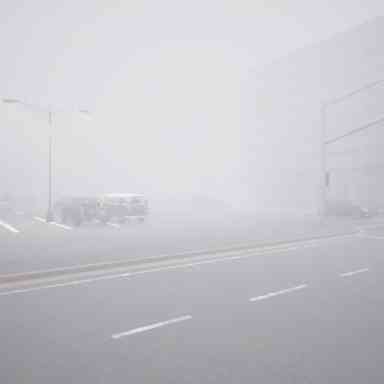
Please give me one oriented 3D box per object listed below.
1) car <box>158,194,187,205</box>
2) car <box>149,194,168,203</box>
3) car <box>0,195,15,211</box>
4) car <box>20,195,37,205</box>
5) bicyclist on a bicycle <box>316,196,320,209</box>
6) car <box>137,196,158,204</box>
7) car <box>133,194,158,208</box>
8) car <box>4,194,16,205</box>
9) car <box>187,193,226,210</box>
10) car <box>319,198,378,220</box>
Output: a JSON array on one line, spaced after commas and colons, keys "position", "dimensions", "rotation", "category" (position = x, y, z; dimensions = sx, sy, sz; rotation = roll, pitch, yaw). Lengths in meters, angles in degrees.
[{"position": [-3.540, 1.533, 58.443], "dimensions": [1.882, 1.535, 5.008], "rotation": [0, 0, -36], "category": "car"}, {"position": [-7.019, 1.407, 69.358], "dimensions": [2.097, 1.767, 4.553], "rotation": [0, 0, -35], "category": "car"}, {"position": [-21.815, 1.451, 37.892], "dimensions": [1.970, 1.475, 3.806], "rotation": [0, 0, -35], "category": "car"}, {"position": [-27.298, 1.209, 55.342], "dimensions": [1.932, 1.855, 4.605], "rotation": [0, 0, -35], "category": "car"}, {"position": [16.505, 1.356, 42.866], "dimensions": [1.656, 1.620, 0.582], "rotation": [0, 0, -35], "category": "bicyclist on a bicycle"}, {"position": [-8.953, 1.547, 66.022], "dimensions": [2.128, 1.511, 4.902], "rotation": [0, 0, -35], "category": "car"}, {"position": [-7.810, 1.603, 58.185], "dimensions": [2.033, 1.411, 5.357], "rotation": [0, 0, -35], "category": "car"}, {"position": [-29.692, 1.212, 53.715], "dimensions": [1.905, 1.878, 3.866], "rotation": [0, 0, -35], "category": "car"}, {"position": [2.089, 1.279, 44.178], "dimensions": [2.150, 2.045, 5.566], "rotation": [0, 0, -35], "category": "car"}, {"position": [13.315, 1.407, 28.418], "dimensions": [2.097, 1.767, 4.553], "rotation": [0, 0, -35], "category": "car"}]
